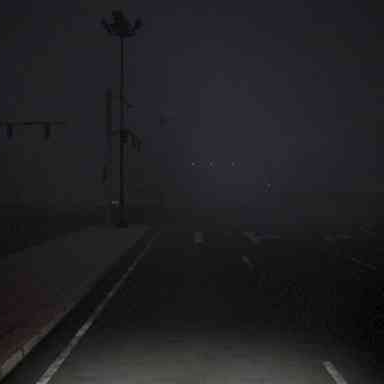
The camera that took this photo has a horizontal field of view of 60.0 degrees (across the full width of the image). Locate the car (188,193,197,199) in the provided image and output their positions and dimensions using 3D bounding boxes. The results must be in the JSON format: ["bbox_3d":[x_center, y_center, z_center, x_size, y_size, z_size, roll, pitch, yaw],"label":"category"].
[{"bbox_3d":[0.085,1.087,84.879,2.128,1.511,4.902,0,0,0],"label":"car"}]

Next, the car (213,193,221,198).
[{"bbox_3d":[7.154,0.908,95.253,2.033,1.411,5.357,0,0,0],"label":"car"}]

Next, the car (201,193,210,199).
[{"bbox_3d":[3.586,1.160,84.969,1.895,1.301,4.718,0,0,0],"label":"car"}]

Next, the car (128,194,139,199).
[{"bbox_3d":[-14.918,1.127,84.449,1.994,1.385,4.181,0,0,0],"label":"car"}]

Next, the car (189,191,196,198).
[{"bbox_3d":[0.154,0.723,95.264,2.097,1.767,4.553,0,0,0],"label":"car"}]

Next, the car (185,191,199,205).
[{"bbox_3d":[0.002,1.081,53.973,2.097,1.767,4.553,0,0,0],"label":"car"}]

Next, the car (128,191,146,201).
[{"bbox_3d":[-11.498,0.880,68.604,2.150,2.045,5.566,0,0,0],"label":"car"}]

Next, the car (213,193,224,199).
[{"bbox_3d":[7.088,0.919,85.302,2.097,1.767,4.553,0,0,0],"label":"car"}]

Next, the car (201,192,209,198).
[{"bbox_3d":[3.654,0.893,95.273,2.128,1.511,4.902,0,0,0],"label":"car"}]

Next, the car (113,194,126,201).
[{"bbox_3d":[-14.997,1.180,68.728,2.128,1.511,4.902,0,0,0],"label":"car"}]

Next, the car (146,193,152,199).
[{"bbox_3d":[-11.418,0.930,84.412,2.097,1.767,4.553,0,0,0],"label":"car"}]
